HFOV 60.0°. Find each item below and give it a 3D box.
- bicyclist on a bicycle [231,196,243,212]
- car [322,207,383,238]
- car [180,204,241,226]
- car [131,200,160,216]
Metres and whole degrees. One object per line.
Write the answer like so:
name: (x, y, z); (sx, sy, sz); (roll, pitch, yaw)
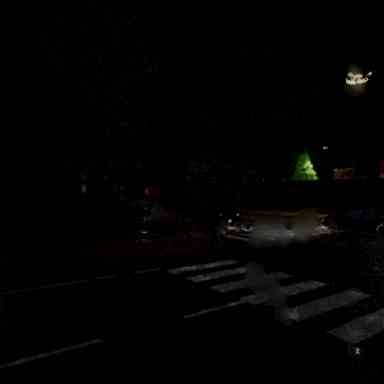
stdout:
bicyclist on a bicycle: (4.544, 1.210, 33.823); (1.656, 1.620, 0.582); (0, 0, -36)
car: (9.375, 1.488, 17.414); (2.033, 1.411, 5.357); (0, 0, -23)
car: (1.182, 1.537, 23.054); (1.895, 1.301, 4.718); (0, 0, -35)
car: (-4.772, 1.462, 31.461); (1.812, 1.442, 4.674); (0, 0, -36)
